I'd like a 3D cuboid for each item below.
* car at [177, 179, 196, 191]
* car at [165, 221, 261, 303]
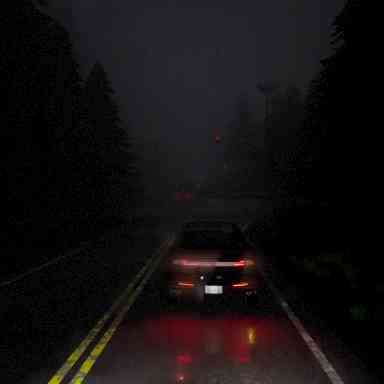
[{"bbox_3d":[-0.698,-1.070,45.223,1.812,1.442,4.674,1,9,14],"label":"car"},{"bbox_3d":[0.448,1.466,8.175,2.128,1.511,4.902,0,0,2],"label":"car"}]
